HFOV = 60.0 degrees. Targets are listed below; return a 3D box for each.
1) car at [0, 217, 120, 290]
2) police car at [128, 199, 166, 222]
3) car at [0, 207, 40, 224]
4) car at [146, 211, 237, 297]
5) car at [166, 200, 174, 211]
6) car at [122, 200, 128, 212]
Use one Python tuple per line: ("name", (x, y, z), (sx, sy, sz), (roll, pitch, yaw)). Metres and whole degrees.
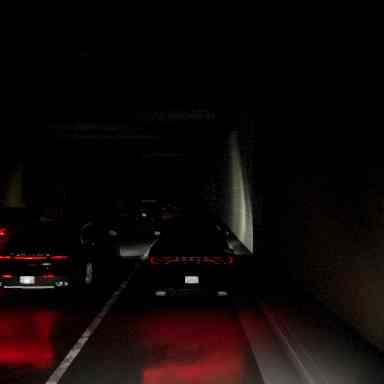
("car", (-3.296, 1.505, 9.079), (1.837, 1.490, 4.892), (0, 0, 0))
("police car", (-3.396, 1.425, 26.177), (1.930, 1.638, 5.238), (0, 0, 0))
("car", (-6.795, 1.352, 12.627), (2.097, 1.767, 4.553), (0, 0, 0))
("car", (-0.006, 1.477, 8.650), (1.882, 1.535, 5.008), (0, 0, 0))
("car", (-3.295, 1.601, 41.096), (1.895, 1.301, 4.718), (0, 0, 0))
("car", (-6.807, 1.526, 38.922), (1.812, 1.442, 4.674), (0, 0, 0))
